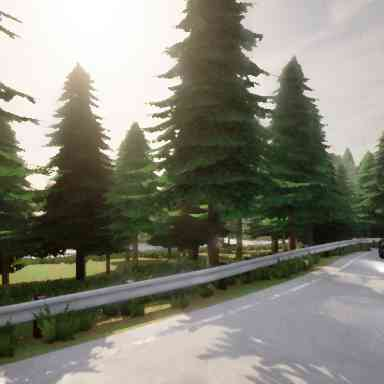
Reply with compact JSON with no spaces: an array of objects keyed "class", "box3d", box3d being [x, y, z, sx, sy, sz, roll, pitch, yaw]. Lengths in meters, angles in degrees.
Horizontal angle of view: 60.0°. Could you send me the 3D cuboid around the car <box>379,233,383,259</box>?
[{"class":"car","box3d":[10.189,2.370,15.710,1.837,1.490,4.892,0,-4,38]}]
